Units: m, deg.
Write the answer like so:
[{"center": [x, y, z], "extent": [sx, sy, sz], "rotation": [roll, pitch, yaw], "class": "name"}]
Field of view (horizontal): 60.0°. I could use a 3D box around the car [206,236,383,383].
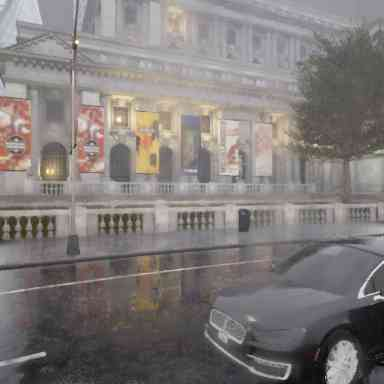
[{"center": [2.537, 1.505, 5.114], "extent": [4.892, 1.490, 1.837], "rotation": [0, 0, -27], "class": "car"}]
